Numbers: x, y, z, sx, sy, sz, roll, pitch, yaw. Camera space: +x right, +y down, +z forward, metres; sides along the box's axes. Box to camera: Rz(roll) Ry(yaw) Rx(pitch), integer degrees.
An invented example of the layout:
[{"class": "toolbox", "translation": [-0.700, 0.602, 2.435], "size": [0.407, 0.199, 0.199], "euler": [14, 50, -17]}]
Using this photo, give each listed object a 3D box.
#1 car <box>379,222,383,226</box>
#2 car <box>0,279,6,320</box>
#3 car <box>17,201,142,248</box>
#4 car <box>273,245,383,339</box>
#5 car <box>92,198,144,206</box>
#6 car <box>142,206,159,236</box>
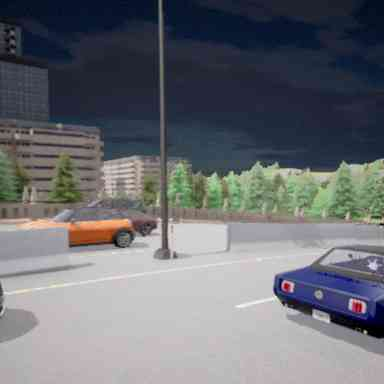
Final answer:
[{"class": "car", "translation": [11.461, 2.082, 16.225], "size": [4.553, 1.767, 2.097], "euler": [5, -3, -35]}, {"class": "car", "translation": [-5.219, 1.508, 4.320], "size": [4.892, 1.490, 1.837], "euler": [-1, 0, -36]}, {"class": "car", "translation": [-4.681, 1.402, 13.548], "size": [4.553, 1.767, 2.097], "euler": [1, -1, -35]}, {"class": "car", "translation": [3.835, 1.714, 6.482], "size": [4.718, 1.301, 1.895], "euler": [2, -1, -35]}, {"class": "car", "translation": [-5.604, 1.371, 21.491], "size": [5.566, 2.045, 2.150], "euler": [2, -1, -35]}, {"class": "car", "translation": [-4.077, 1.656, 18.280], "size": [4.674, 1.442, 1.812], "euler": [2, -1, -35]}]
